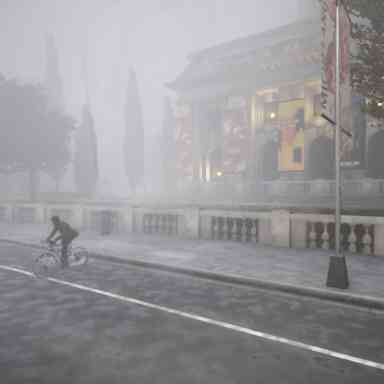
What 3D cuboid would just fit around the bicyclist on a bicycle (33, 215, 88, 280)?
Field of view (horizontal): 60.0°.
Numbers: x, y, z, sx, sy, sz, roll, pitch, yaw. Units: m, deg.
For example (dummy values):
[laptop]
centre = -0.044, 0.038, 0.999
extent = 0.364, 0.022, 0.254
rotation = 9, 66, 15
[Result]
[bicyclist on a bicycle]
centre = -3.505, 1.439, 8.950
extent = 0.582, 1.620, 1.656
rotation = 0, 2, 35
